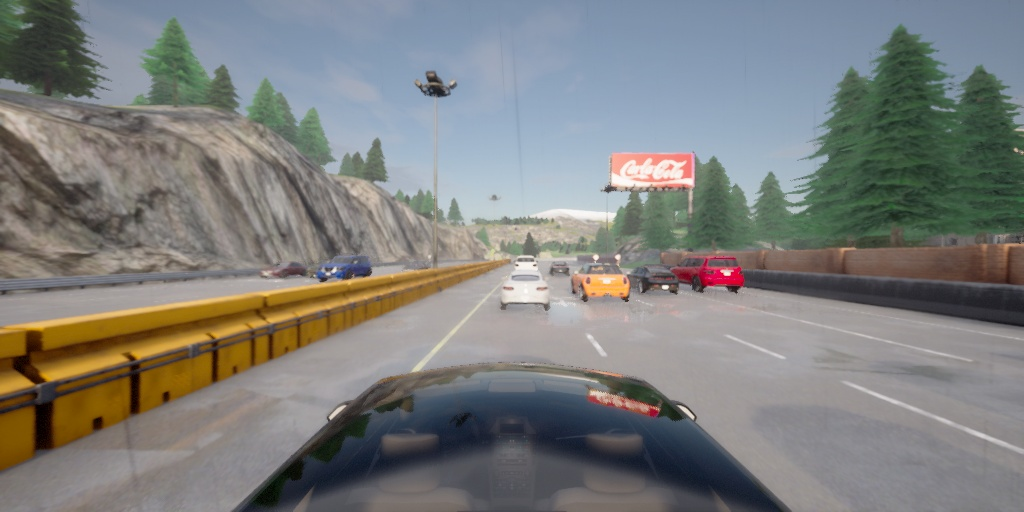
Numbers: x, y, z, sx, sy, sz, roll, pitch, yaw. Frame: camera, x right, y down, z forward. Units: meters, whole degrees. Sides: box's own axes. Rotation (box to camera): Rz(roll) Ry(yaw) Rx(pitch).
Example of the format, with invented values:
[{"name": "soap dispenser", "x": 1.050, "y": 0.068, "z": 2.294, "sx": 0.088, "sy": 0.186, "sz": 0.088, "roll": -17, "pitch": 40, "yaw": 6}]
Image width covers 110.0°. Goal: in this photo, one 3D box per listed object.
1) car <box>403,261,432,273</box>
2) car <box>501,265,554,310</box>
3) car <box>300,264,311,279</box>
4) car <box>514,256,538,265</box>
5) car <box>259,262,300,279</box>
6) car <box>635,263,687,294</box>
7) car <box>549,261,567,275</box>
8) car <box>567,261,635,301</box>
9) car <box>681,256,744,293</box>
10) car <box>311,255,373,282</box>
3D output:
[{"name": "car", "x": -9.228, "y": 1.269, "z": 35.442, "sx": 2.128, "sy": 1.511, "sz": 4.902, "roll": 0, "pitch": 0, "yaw": 2}, {"name": "car", "x": 0.544, "y": 1.284, "z": 14.721, "sx": 1.812, "sy": 1.442, "sz": 4.674, "roll": 0, "pitch": 0, "yaw": 2}, {"name": "car", "x": -16.399, "y": 1.069, "z": 32.324, "sx": 2.097, "sy": 1.767, "sz": 4.553, "roll": 0, "pitch": 0, "yaw": 3}, {"name": "car", "x": 1.360, "y": 0.994, "z": 34.914, "sx": 2.150, "sy": 2.045, "sz": 5.566, "roll": 0, "pitch": 0, "yaw": 2}, {"name": "car", "x": -19.940, "y": 1.233, "z": 31.598, "sx": 1.812, "sy": 1.442, "sz": 4.674, "roll": 0, "pitch": 0, "yaw": 3}, {"name": "car", "x": 7.771, "y": 1.289, "z": 20.348, "sx": 1.837, "sy": 1.490, "sz": 4.892, "roll": 0, "pitch": 0, "yaw": 2}, {"name": "car", "x": 4.995, "y": 1.276, "z": 38.193, "sx": 2.128, "sy": 1.511, "sz": 4.902, "roll": 0, "pitch": 0, "yaw": 2}, {"name": "car", "x": 4.158, "y": 1.122, "z": 17.520, "sx": 2.097, "sy": 1.767, "sz": 4.553, "roll": 0, "pitch": 0, "yaw": 2}, {"name": "car", "x": 11.310, "y": 1.016, "z": 21.329, "sx": 2.150, "sy": 2.045, "sz": 5.566, "roll": 0, "pitch": 0, "yaw": 2}, {"name": "car", "x": -13.078, "y": 0.950, "z": 28.511, "sx": 2.150, "sy": 2.045, "sz": 5.566, "roll": 0, "pitch": 0, "yaw": 3}]
